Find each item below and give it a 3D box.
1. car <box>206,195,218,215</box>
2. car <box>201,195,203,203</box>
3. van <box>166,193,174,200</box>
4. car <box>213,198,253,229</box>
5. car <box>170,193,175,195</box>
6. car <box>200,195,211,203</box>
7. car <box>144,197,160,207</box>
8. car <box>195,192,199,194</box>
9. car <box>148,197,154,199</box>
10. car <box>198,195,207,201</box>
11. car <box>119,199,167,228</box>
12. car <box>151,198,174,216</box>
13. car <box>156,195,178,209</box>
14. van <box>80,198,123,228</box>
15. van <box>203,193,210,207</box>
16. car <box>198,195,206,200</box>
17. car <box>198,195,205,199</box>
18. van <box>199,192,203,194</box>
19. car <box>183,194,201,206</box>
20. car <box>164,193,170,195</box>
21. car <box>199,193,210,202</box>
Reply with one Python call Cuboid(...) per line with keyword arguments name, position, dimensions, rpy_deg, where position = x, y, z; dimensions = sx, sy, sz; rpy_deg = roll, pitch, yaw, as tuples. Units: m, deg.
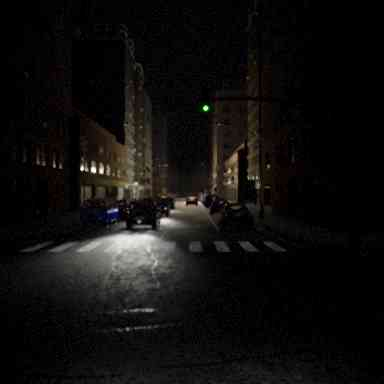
Cuboid(name="car", position=(2.666, 1.394, 32.741), dimensions=(1.967, 1.590, 4.097), rpy_deg=(0, 0, 0))
Cuboid(name="car", position=(2.649, 1.455, 49.919), dimensions=(1.752, 1.417, 4.829), rpy_deg=(0, 0, 0))
Cuboid(name="van", position=(-5.917, 1.209, 89.411), dimensions=(1.690, 1.788, 3.998), rpy_deg=(0, 0, 0))
Cuboid(name="car", position=(2.677, 1.408, 21.403), dimensions=(1.967, 1.590, 4.097), rpy_deg=(0, 0, 0))
Cuboid(name="car", position=(-5.906, 1.203, 78.075), dimensions=(2.192, 1.841, 5.009), rpy_deg=(0, 0, 0))
Cuboid(name="car", position=(2.632, 1.342, 66.757), dimensions=(1.967, 1.590, 4.097), rpy_deg=(0, 0, 0))
Cuboid(name="car", position=(-5.877, 1.462, 49.564), dimensions=(1.752, 1.417, 4.829), rpy_deg=(0, 0, 0))
Cuboid(name="car", position=(-0.031, 1.264, 61.767), dimensions=(2.097, 1.767, 4.553), rpy_deg=(0, 0, 0))
Cuboid(name="car", position=(-5.865, 1.535, 38.398), dimensions=(1.802, 1.307, 4.206), rpy_deg=(0, 0, 0))
Cuboid(name="car", position=(2.614, 1.438, 83.765), dimensions=(1.947, 1.339, 4.313), rpy_deg=(0, 0, 0))
Cuboid(name="car", position=(-3.081, 1.463, 21.898), dimensions=(2.128, 1.511, 4.902), rpy_deg=(0, 0, 0))
Cuboid(name="car", position=(-3.090, 1.560, 31.978), dimensions=(1.895, 1.301, 4.718), rpy_deg=(0, 0, 0))
Cuboid(name="car", position=(-3.099, 1.450, 42.130), dimensions=(1.837, 1.490, 4.892), rpy_deg=(0, 0, 0))
Cuboid(name="van", position=(-5.849, 1.315, 21.392), dimensions=(1.690, 1.788, 3.998), rpy_deg=(0, 0, 0))
Cuboid(name="van", position=(2.654, 1.279, 44.080), dimensions=(1.690, 1.788, 3.998), rpy_deg=(0, 0, 0))
Cuboid(name="car", position=(2.609, 1.412, 89.434), dimensions=(2.008, 1.369, 4.403), rpy_deg=(0, 0, 0))
Cuboid(name="car", position=(2.604, 1.431, 95.104), dimensions=(1.802, 1.307, 4.206), rpy_deg=(0, 0, 0))
Cuboid(name="van", position=(2.637, 1.252, 61.088), dimensions=(1.690, 1.788, 3.998), rpy_deg=(0, 0, 0))
Cuboid(name="car", position=(-0.020, 1.421, 51.376), dimensions=(2.128, 1.511, 4.902), rpy_deg=(0, 0, 0))
Cuboid(name="car", position=(-5.894, 1.434, 66.569), dimensions=(1.752, 1.417, 4.829), rpy_deg=(0, 0, 0))
Cuboid(name="car", position=(2.625, 1.207, 72.426), dimensions=(2.192, 1.841, 5.009), rpy_deg=(0, 0, 0))
